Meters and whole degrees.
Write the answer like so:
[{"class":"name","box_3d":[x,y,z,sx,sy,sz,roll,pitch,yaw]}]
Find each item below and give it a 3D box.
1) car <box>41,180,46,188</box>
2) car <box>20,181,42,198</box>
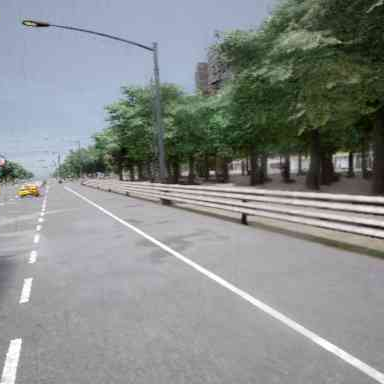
[{"class":"car","box_3d":[-35.442,-1.729,77.024,1.812,1.442,4.674,-5,4,-23]},{"class":"car","box_3d":[-19.985,-0.203,40.971,1.882,1.535,5.008,-5,4,-23]}]
